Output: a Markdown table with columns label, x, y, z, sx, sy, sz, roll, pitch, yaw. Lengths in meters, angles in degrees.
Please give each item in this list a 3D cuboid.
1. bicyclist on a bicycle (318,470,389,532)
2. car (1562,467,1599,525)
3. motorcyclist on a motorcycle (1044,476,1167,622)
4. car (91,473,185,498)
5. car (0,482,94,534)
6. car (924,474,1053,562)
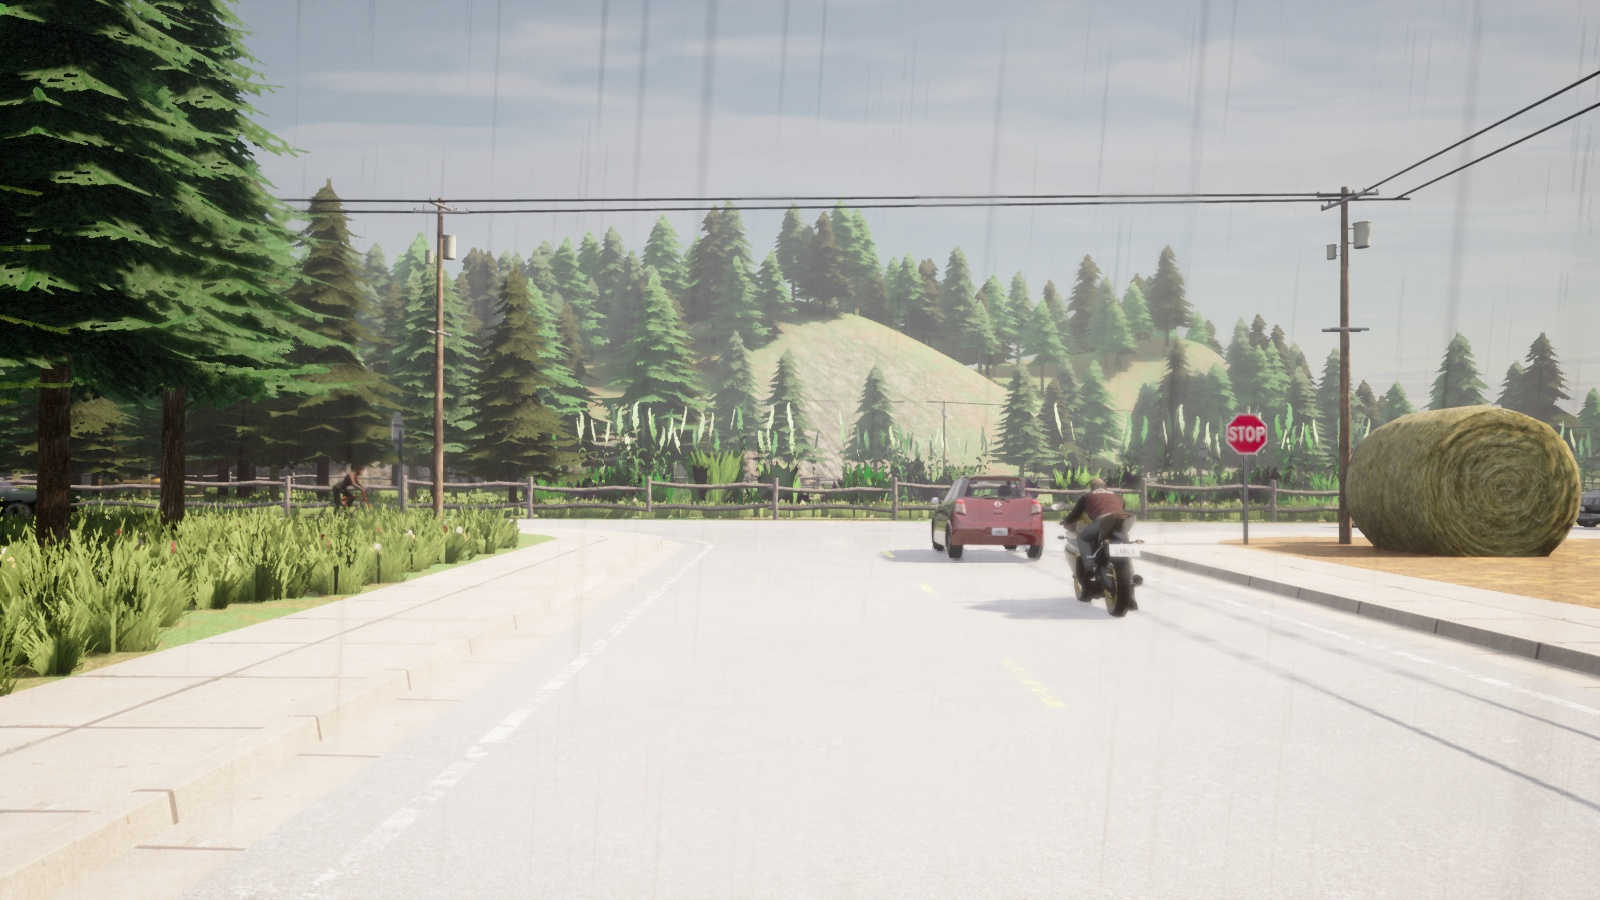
| label | x | y | z | sx | sy | sz | roll | pitch | yaw |
| --- | --- | --- | --- | --- | --- | --- | --- | --- | --- |
| bicyclist on a bicycle | -11.723 | 1.332 | 32.986 | 1.656 | 1.620 | 0.582 | 0 | -1 | 3 |
| car | 23.574 | 1.243 | 34.871 | 3.705 | 1.549 | 1.789 | -1 | -1 | 3 |
| motorcyclist on a motorcycle | 3.461 | 1.078 | 14.456 | 0.866 | 1.530 | 2.191 | 0 | -1 | 0 |
| car | -43.076 | 2.297 | 81.869 | 5.366 | 1.575 | 1.801 | 0 | -1 | -26 |
| car | -21.654 | 1.527 | 33.388 | 4.718 | 1.301 | 1.895 | 0 | -1 | 1 |
| car | 3.436 | 1.209 | 23.525 | 1.845 | 1.501 | 3.633 | 0 | -1 | 0 |
